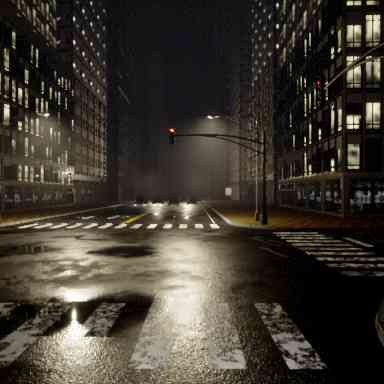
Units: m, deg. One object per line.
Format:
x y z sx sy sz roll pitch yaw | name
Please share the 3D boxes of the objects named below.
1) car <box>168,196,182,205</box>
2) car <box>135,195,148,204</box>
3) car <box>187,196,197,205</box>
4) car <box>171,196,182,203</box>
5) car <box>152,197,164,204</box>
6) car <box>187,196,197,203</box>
-3.249 1.647 59.658 2.033 1.411 5.357 0 0 0 | car
-9.749 1.468 64.274 2.097 1.767 4.553 0 0 0 | car
0.001 1.648 60.075 2.033 1.411 5.357 0 0 0 | car
-3.249 1.523 70.077 1.994 1.385 4.181 0 0 0 | car
-6.499 1.680 64.243 1.994 1.385 4.181 0 0 0 | car
0.001 1.583 70.523 1.895 1.301 4.718 0 0 0 | car
